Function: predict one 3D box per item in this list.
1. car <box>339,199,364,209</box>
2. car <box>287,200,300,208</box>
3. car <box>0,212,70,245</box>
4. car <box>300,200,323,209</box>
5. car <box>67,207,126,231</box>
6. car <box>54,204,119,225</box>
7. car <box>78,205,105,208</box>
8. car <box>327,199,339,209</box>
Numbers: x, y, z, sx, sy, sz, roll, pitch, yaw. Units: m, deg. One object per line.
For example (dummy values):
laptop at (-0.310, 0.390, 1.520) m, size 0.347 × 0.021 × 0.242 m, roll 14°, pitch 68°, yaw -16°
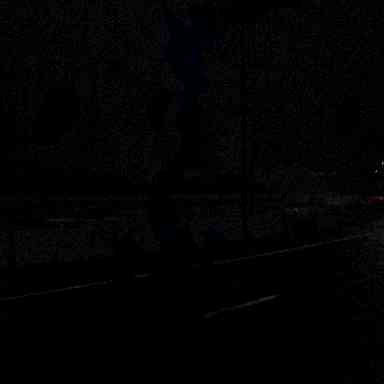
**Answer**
car at (21.987, 1.764, 45.284) m, size 1.882 × 1.535 × 5.008 m, roll -1°, pitch -1°, yaw 37°
car at (18.082, 2.044, 57.935) m, size 1.895 × 1.301 × 4.718 m, roll -1°, pitch -1°, yaw 34°
car at (-8.214, 1.786, 15.435) m, size 4.181 × 1.385 × 1.994 m, roll 0°, pitch -1°, yaw -36°
car at (19.944, 1.941, 54.398) m, size 2.033 × 1.411 × 5.357 m, roll -1°, pitch -1°, yaw 35°
car at (-6.702, 1.866, 20.913) m, size 4.718 × 1.301 × 1.895 m, roll 0°, pitch -1°, yaw -38°
car at (-8.855, 1.860, 28.170) m, size 4.892 × 1.490 × 1.837 m, roll 0°, pitch -1°, yaw -40°
car at (-7.673, 1.802, 24.634) m, size 4.902 × 1.511 × 2.128 m, roll 0°, pitch -1°, yaw -39°
car at (22.491, 1.874, 51.948) m, size 1.812 × 1.442 × 4.674 m, roll -1°, pitch -1°, yaw 35°
